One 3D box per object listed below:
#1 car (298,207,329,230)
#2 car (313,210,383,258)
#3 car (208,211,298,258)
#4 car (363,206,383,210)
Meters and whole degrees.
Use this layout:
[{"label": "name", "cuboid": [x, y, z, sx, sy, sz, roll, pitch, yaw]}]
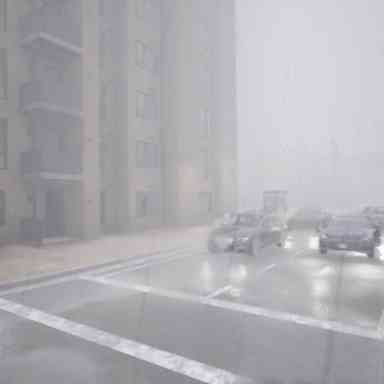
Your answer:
[{"label": "car", "cuboid": [7.807, 1.698, 21.640, 1.882, 1.535, 5.008, -1, -1, 34]}, {"label": "car", "cuboid": [6.585, 1.650, 13.606, 1.812, 1.442, 4.674, -1, -1, 34]}, {"label": "car", "cuboid": [2.456, 1.657, 13.796, 2.128, 1.511, 4.902, -1, -1, 34]}, {"label": "car", "cuboid": [11.778, 1.669, 21.246, 2.128, 1.511, 4.902, -1, -1, 34]}]
